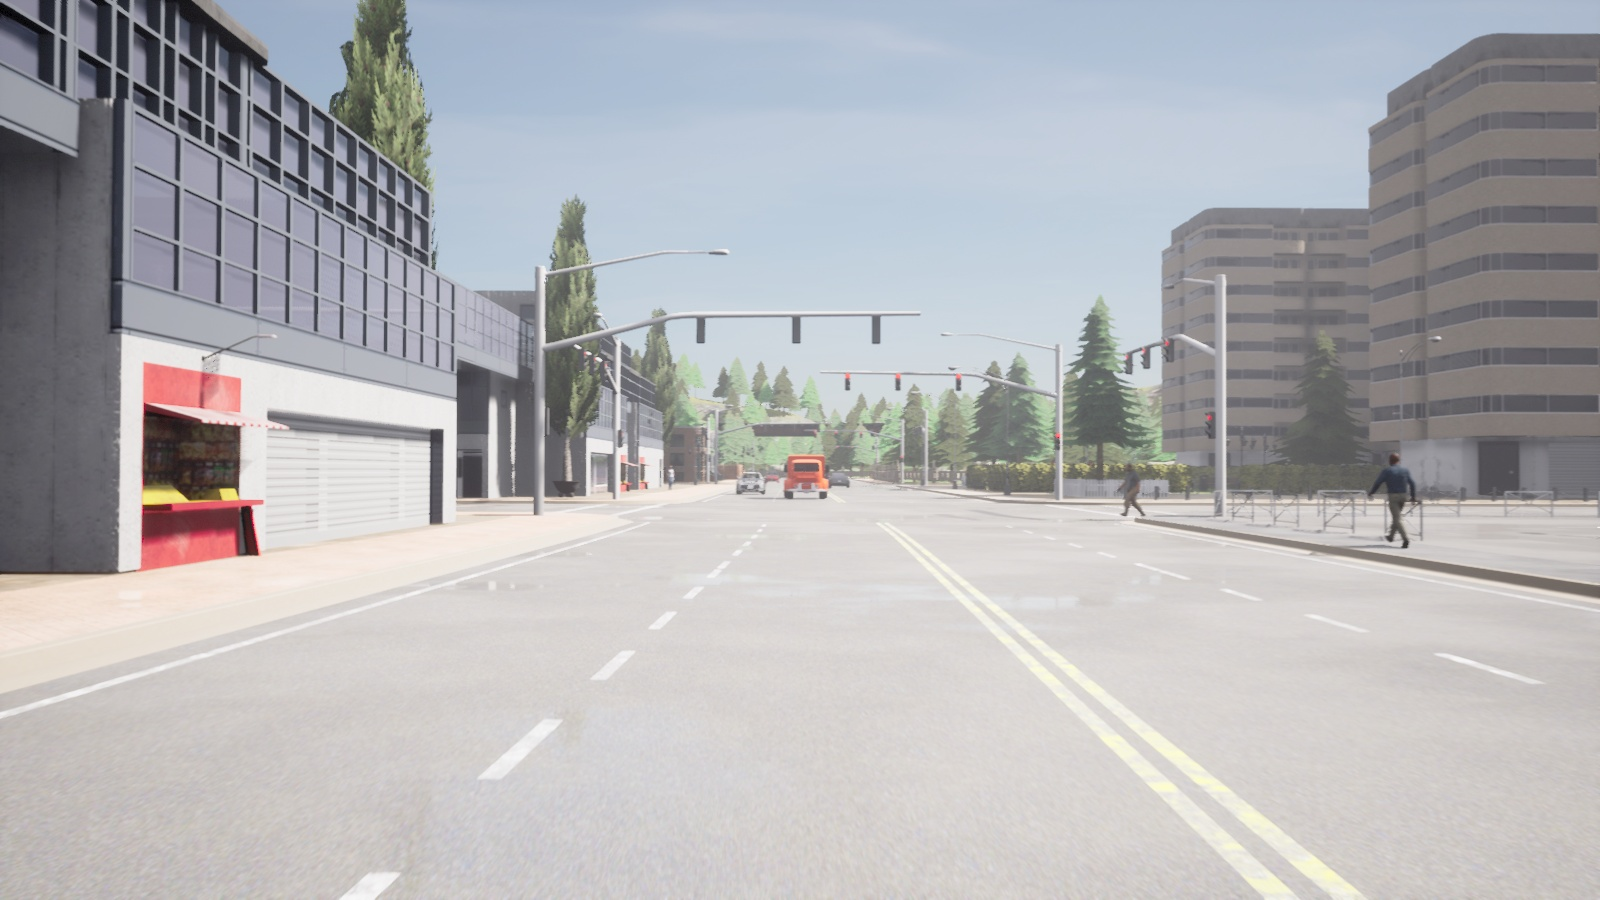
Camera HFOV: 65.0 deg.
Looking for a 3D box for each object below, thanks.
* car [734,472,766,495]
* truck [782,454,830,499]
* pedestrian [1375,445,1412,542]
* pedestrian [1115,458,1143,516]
[{"bbox_3d":[-3.264,2.182,82.897,1.970,1.475,3.806,0,-1,0],"label":"car"},{"bbox_3d":[0.299,1.533,71.222,2.627,2.467,5.204,0,-2,0],"label":"truck"},{"bbox_3d":[11.367,0.827,24.063,0.370,1.835,0.726,0,-1,2],"label":"pedestrian"},{"bbox_3d":[10.598,1.196,40.496,0.694,1.848,0.540,0,-1,-8],"label":"pedestrian"}]
